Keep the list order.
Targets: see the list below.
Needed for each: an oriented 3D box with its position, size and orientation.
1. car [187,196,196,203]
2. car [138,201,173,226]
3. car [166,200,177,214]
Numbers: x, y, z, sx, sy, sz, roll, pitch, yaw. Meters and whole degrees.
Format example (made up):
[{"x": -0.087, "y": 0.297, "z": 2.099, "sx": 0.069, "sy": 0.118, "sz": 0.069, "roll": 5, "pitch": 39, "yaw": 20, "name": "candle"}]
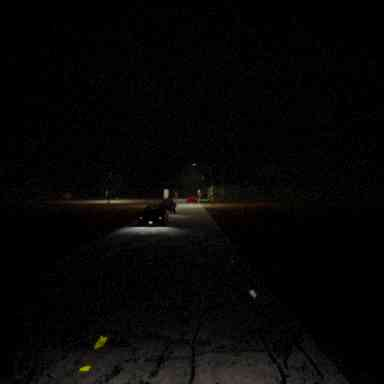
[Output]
[{"x": -0.060, "y": 1.560, "z": 69.204, "sx": 1.882, "sy": 1.535, "sz": 5.008, "roll": 0, "pitch": 0, "yaw": 0, "name": "car"}, {"x": -2.786, "y": 1.679, "z": 25.053, "sx": 2.033, "sy": 1.411, "sz": 5.357, "roll": 0, "pitch": 0, "yaw": 0, "name": "car"}, {"x": -2.782, "y": 1.710, "z": 38.248, "sx": 1.812, "sy": 1.442, "sz": 4.674, "roll": 0, "pitch": 0, "yaw": 0, "name": "car"}]
